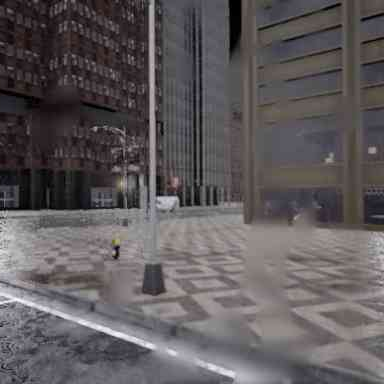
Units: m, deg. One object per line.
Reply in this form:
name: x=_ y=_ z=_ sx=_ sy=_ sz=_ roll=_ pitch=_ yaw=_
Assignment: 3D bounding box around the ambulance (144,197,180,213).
ambulance: x=-4.652 y=1.929 z=51.296 sx=2.351 sy=2.431 sz=6.366 roll=-1 pitch=-1 yaw=35
